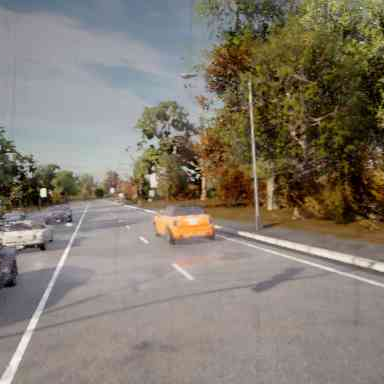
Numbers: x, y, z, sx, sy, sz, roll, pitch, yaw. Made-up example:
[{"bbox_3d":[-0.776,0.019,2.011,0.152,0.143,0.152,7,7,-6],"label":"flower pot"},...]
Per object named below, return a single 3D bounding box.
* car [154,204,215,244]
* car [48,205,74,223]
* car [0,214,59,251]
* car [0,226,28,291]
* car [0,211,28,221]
[{"bbox_3d":[-0.551,1.365,16.281,2.097,1.767,4.553,-3,0,-17],"label":"car"},{"bbox_3d":[-12.653,2.062,32.063,2.097,1.767,4.553,-3,0,-16],"label":"car"},{"bbox_3d":[-7.889,2.048,16.152,1.895,1.301,4.718,-3,0,-17],"label":"car"},{"bbox_3d":[-5.268,1.827,7.418,1.812,1.442,4.674,-3,0,-15],"label":"car"},{"bbox_3d":[-15.284,2.397,28.677,1.812,1.442,4.674,-3,1,-16],"label":"car"}]
